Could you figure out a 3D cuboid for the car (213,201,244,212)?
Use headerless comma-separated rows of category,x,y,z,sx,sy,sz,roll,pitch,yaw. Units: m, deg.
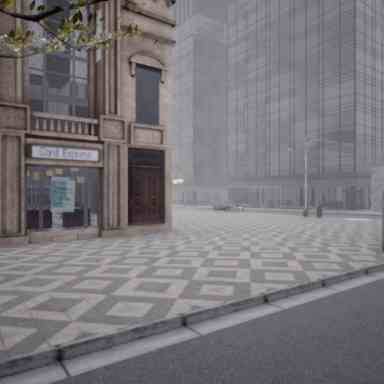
car,4.890,1.992,44.947,2.128,1.511,4.902,0,-1,-36

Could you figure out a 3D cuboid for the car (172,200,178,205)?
car,-4.238,1.885,57.676,1.812,1.442,4.674,0,-1,-36
